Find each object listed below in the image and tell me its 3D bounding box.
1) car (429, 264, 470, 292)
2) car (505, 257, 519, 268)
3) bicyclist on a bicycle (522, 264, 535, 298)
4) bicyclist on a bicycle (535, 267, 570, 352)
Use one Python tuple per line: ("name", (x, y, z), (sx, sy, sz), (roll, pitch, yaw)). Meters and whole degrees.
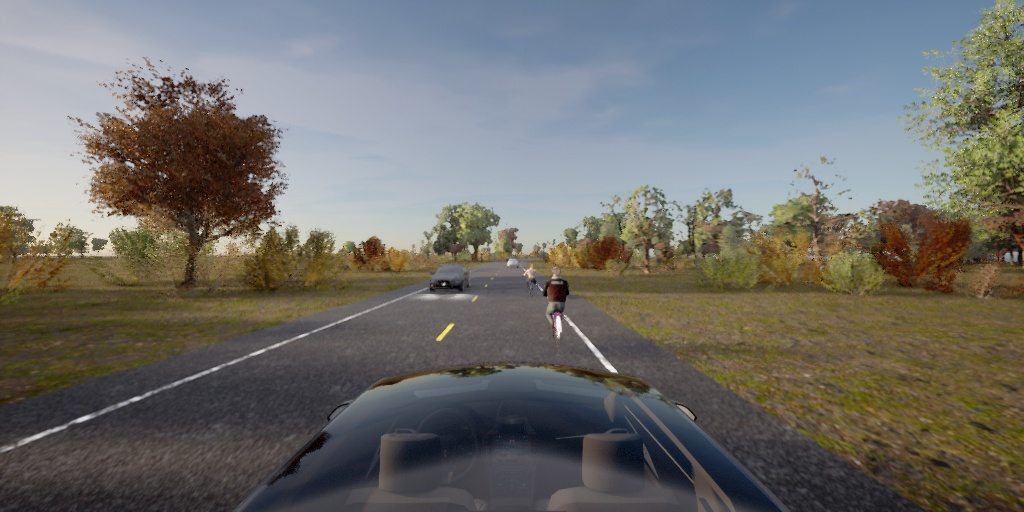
("car", (-3.592, 1.255, 21.314), (1.837, 1.490, 4.892), (0, 0, 0))
("car", (0.125, 1.233, 60.285), (1.812, 1.442, 4.674), (0, 0, 0))
("bicyclist on a bicycle", (0.946, 1.187, 17.673), (0.866, 1.612, 1.509), (0, 0, 0))
("bicyclist on a bicycle", (0.967, 1.121, 8.021), (0.659, 1.776, 1.843), (0, 0, 0))
